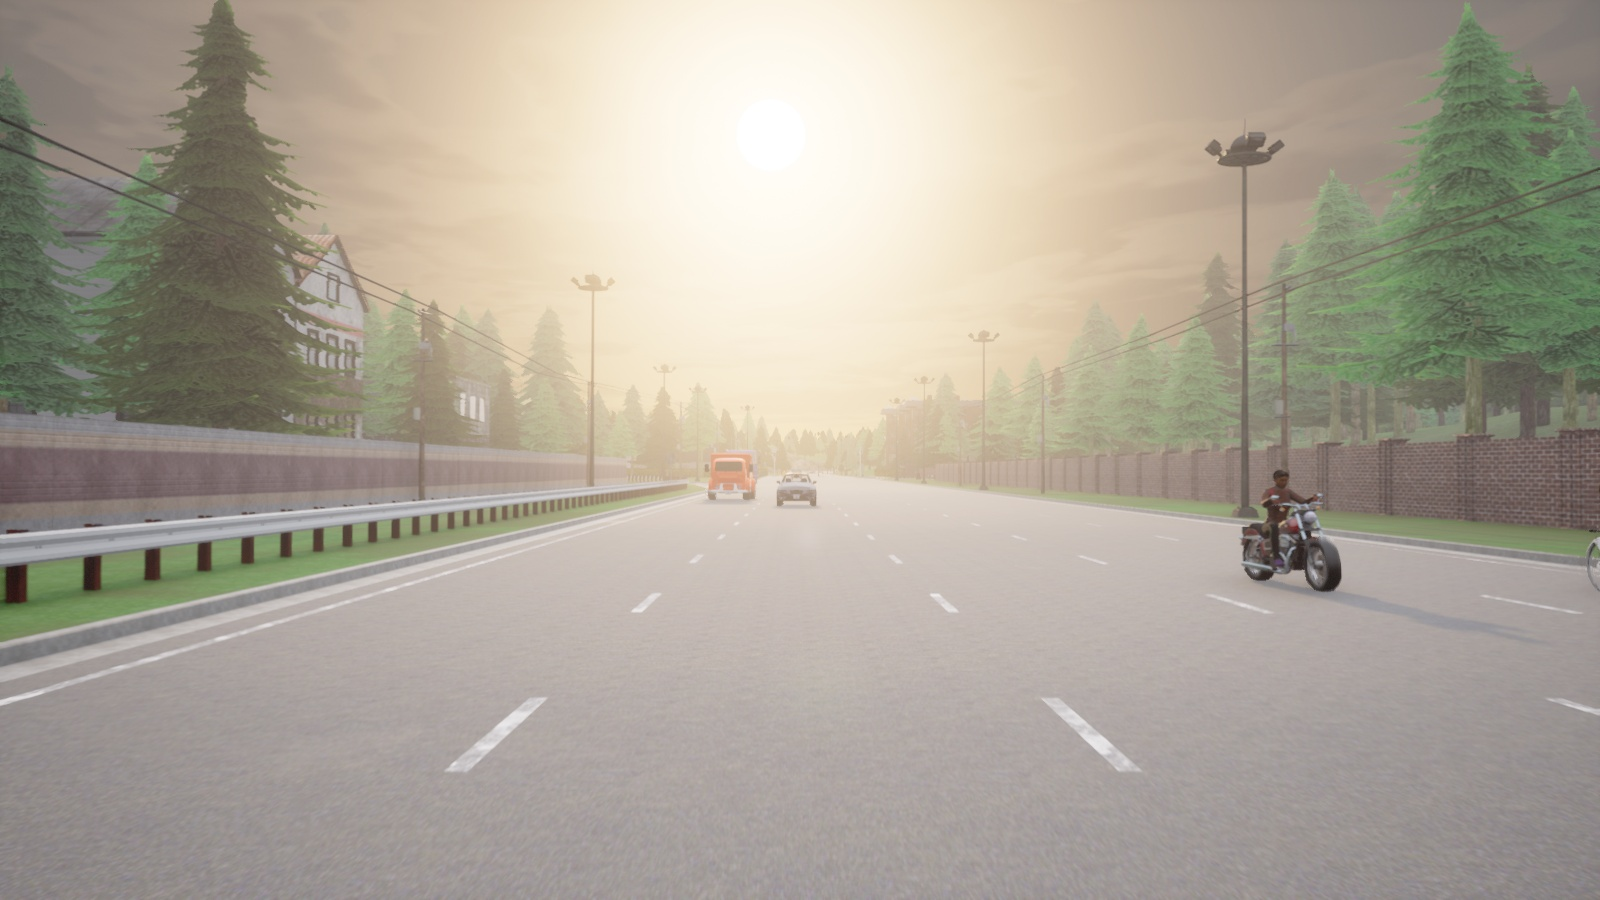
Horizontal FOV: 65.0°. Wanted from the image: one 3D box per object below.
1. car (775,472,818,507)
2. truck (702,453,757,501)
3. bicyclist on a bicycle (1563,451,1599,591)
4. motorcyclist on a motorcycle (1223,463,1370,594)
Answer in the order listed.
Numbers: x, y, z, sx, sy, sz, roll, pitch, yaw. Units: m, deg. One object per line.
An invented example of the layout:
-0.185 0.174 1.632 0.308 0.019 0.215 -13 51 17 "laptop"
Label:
-0.138 1.722 55.257 1.816 1.474 4.193 0 -1 0 "car"
-3.669 1.425 66.706 2.627 2.467 5.204 0 -1 0 "truck"
10.460 0.897 15.723 0.659 1.776 1.843 0 -1 0 "bicyclist on a bicycle"
6.734 1.015 17.191 0.766 1.649 2.350 -1 -1 -9 "motorcyclist on a motorcycle"
